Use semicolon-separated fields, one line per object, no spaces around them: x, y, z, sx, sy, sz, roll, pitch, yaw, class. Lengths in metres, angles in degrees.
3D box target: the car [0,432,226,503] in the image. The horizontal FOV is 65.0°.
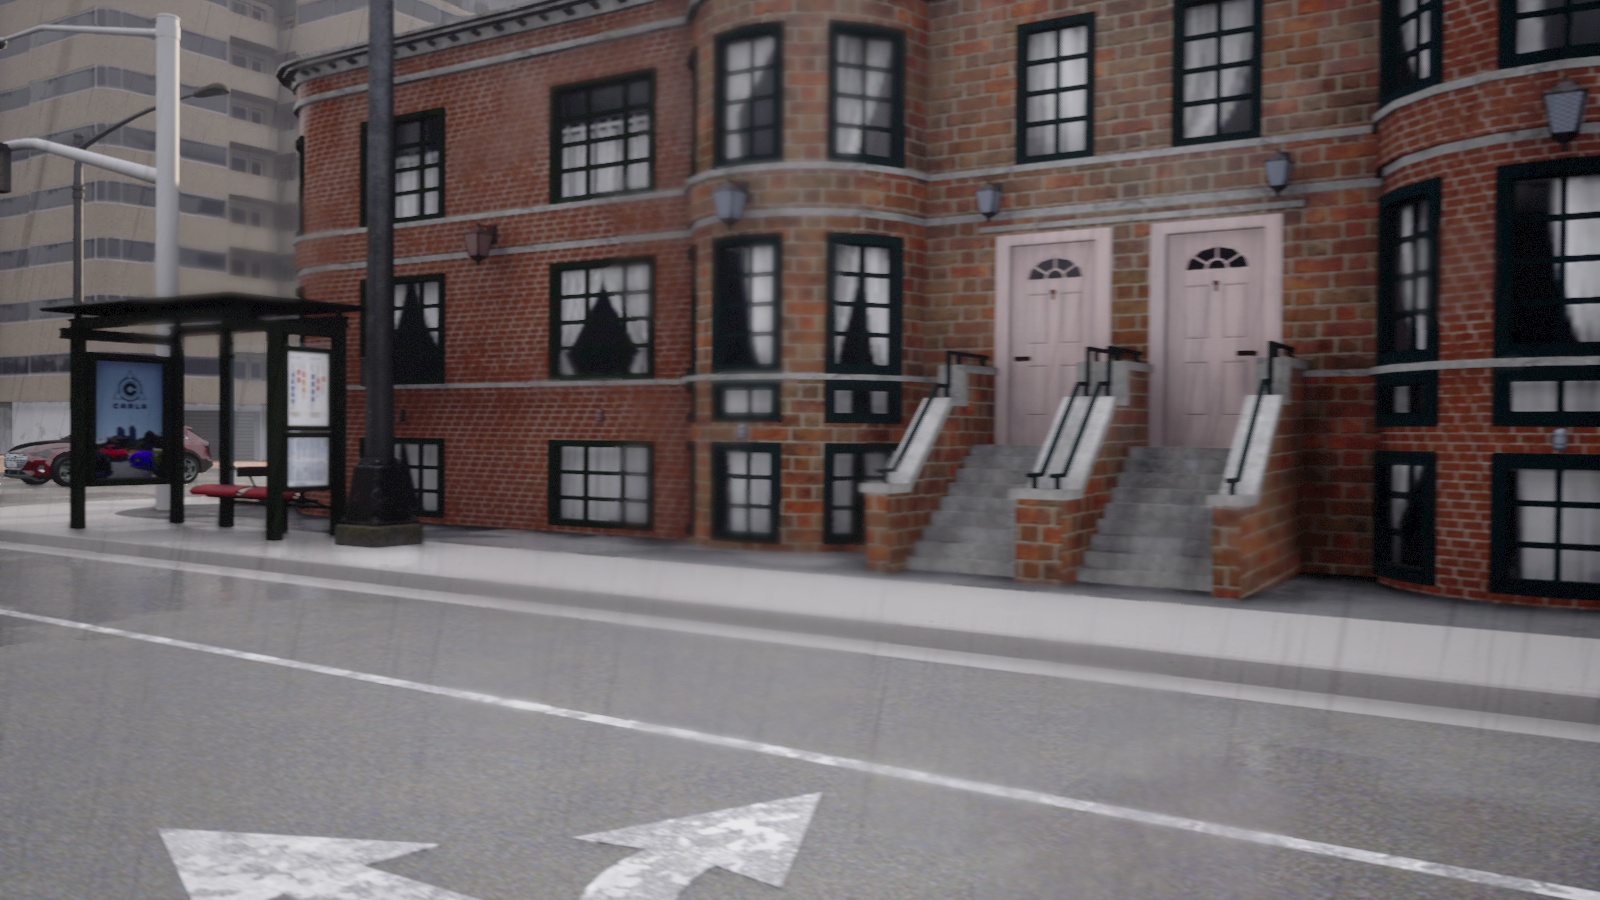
-17.591;0.381;32.229;2.033;1.649;4.856;0;1;33;car
